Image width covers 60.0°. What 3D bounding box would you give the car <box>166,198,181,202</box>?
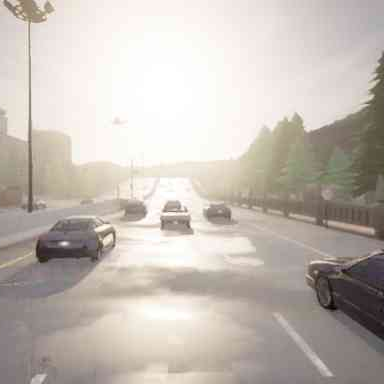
[{"bbox_3d":[-2.289,1.478,40.934,1.994,1.385,4.181,0,0,-4],"label":"car"}]

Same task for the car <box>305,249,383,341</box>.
[{"bbox_3d":[3.466,1.521,4.683,2.033,1.411,5.357,0,0,-3],"label":"car"}]

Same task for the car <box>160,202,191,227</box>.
[{"bbox_3d":[-1.130,1.553,22.339,1.895,1.301,4.718,0,0,-4],"label":"car"}]

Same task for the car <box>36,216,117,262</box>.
[{"bbox_3d":[-4.027,1.552,12.182,1.994,1.385,4.181,0,0,-3],"label":"car"}]

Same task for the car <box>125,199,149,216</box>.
[{"bbox_3d":[-5.224,1.426,31.750,1.882,1.535,5.008,0,0,-4],"label":"car"}]

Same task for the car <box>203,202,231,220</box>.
[{"bbox_3d":[2.034,1.489,27.835,1.994,1.385,4.181,0,0,-4],"label":"car"}]

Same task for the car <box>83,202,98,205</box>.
[{"bbox_3d":[-17.391,1.545,56.515,1.994,1.385,4.181,0,0,-4],"label":"car"}]
